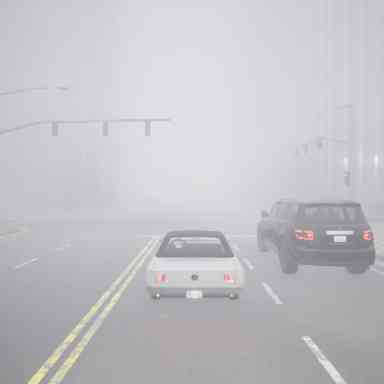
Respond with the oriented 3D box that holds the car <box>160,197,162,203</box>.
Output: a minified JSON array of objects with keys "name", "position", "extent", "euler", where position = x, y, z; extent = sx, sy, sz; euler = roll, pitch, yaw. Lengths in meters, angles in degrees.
[{"name":"car","position":[-6.936,1.547,65.737],"extent":[2.033,1.411,5.357],"euler":[0,0,1]}]

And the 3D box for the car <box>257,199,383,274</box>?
[{"name":"car","position":[3.589,1.222,10.700],"extent":[2.150,2.045,5.566],"euler":[0,0,0]}]

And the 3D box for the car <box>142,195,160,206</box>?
[{"name":"car","position":[-7.011,1.352,55.218],"extent":[2.097,1.767,4.553],"euler":[0,0,0]}]

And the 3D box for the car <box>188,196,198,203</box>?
[{"name":"car","position":[0.193,1.491,69.606],"extent":[2.128,1.511,4.902],"euler":[0,0,0]}]

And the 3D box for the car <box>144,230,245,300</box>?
[{"name":"car","position":[0.072,1.601,8.348],"extent":[1.895,1.301,4.718],"euler":[0,0,1]}]

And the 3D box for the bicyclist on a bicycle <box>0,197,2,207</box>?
[{"name":"bicyclist on a bicycle","position":[-26.356,1.301,45.380],"extent":[0.582,1.620,1.656],"euler":[0,0,0]}]
